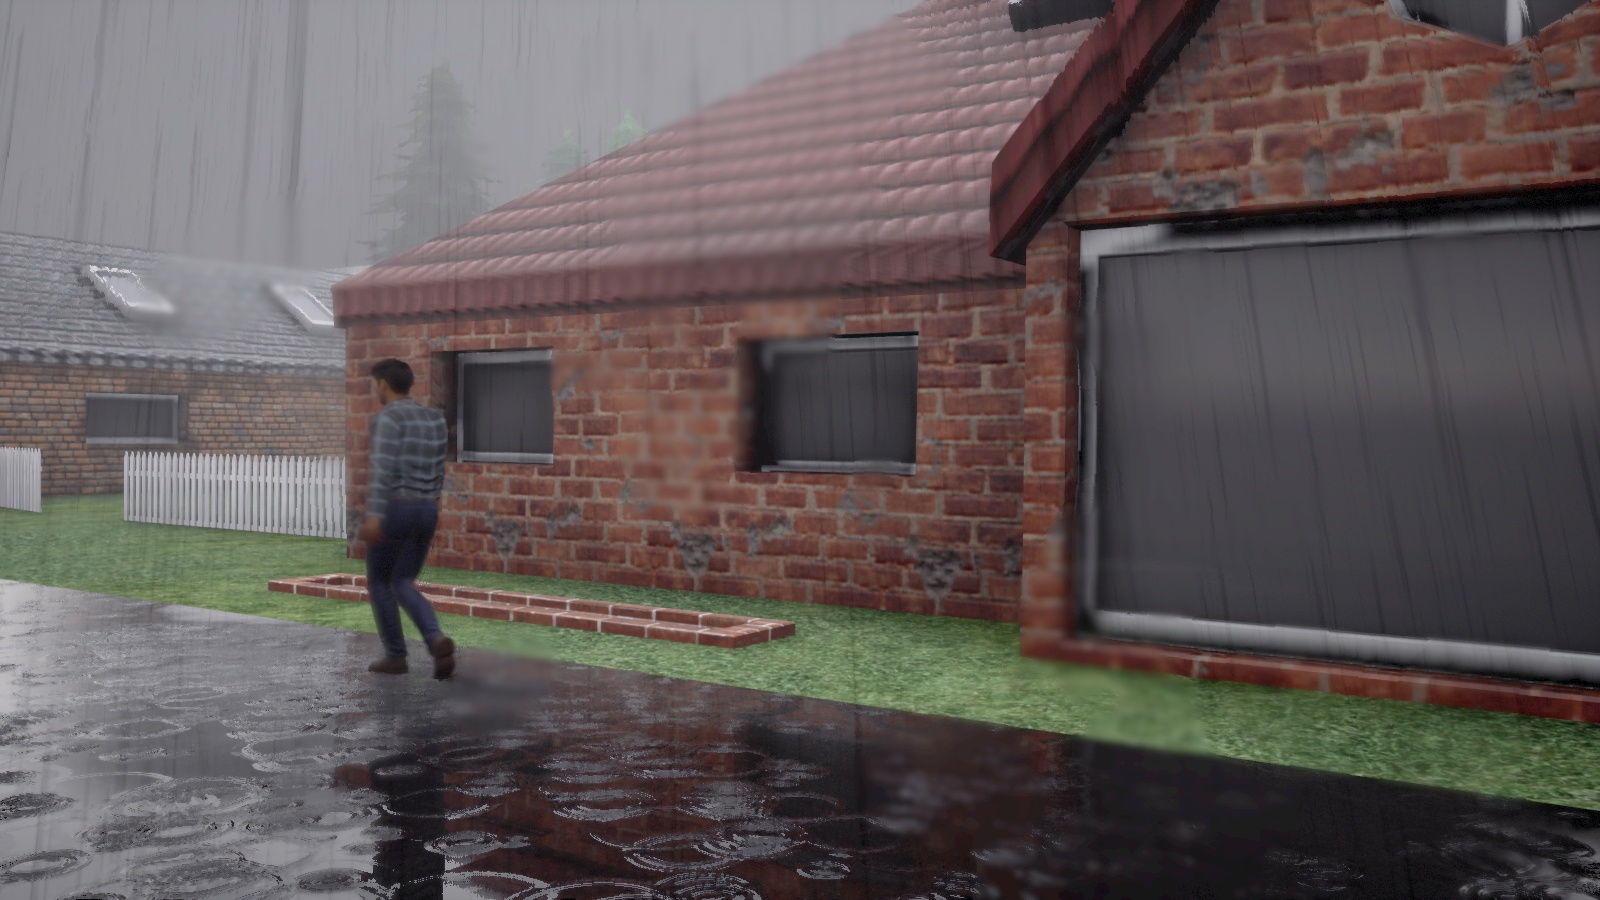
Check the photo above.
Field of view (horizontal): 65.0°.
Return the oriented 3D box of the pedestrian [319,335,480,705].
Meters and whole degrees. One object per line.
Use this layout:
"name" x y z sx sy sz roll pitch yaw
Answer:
"pedestrian" -2.229 0.366 6.991 0.788 1.949 0.423 0 1 33
